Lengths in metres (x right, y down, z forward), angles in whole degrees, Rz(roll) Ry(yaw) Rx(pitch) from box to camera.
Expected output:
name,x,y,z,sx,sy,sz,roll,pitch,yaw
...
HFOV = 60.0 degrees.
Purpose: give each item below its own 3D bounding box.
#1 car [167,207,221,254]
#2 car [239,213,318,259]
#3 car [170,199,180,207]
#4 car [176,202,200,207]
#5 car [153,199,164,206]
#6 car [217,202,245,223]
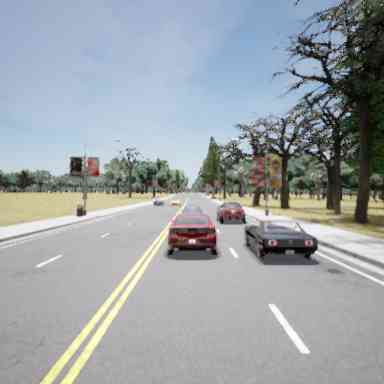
name,x,y,z,sx,sy,sz,roll,pitch,yaw
car,0.029,1.616,14.236,1.882,1.535,5.008,0,0,0
car,3.270,1.731,13.250,1.895,1.301,4.718,0,-1,0
car,-3.268,2.034,65.309,1.882,1.535,5.008,0,0,0
car,0.011,1.806,27.515,2.033,1.411,5.357,0,0,0
car,-6.519,2.118,65.333,1.994,1.385,4.181,0,0,0
car,3.273,1.617,28.412,2.097,1.767,4.553,0,-1,0
